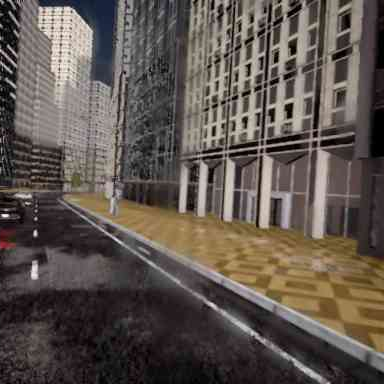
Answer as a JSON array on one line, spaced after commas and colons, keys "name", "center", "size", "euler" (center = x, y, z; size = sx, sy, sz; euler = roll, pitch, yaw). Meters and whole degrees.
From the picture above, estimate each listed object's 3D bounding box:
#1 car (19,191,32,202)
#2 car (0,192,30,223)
[{"name": "car", "center": [-22.497, 0.556, 44.664], "size": [1.895, 1.301, 4.718], "euler": [3, 0, -25]}, {"name": "car", "center": [-11.082, 0.985, 20.166], "size": [1.837, 1.490, 4.892], "euler": [3, 0, -25]}]
